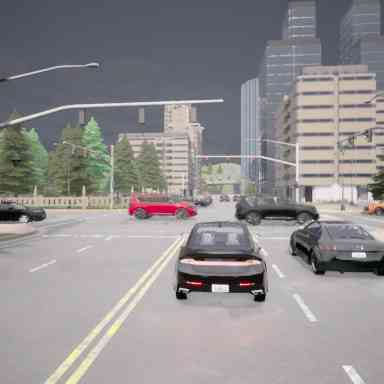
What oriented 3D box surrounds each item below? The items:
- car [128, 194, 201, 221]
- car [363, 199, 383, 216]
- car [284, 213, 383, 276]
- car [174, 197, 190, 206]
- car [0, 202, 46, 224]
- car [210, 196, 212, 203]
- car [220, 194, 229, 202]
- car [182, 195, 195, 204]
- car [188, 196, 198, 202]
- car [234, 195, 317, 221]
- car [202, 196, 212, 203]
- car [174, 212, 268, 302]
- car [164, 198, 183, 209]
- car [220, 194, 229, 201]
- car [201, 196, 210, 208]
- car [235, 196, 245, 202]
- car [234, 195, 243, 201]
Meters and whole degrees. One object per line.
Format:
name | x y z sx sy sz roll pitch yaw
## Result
car | -2.371 1.220 26.871 5.566 2.045 2.150 0 0 5
car | 19.151 1.352 32.135 4.553 1.767 2.097 0 0 7
car | 4.393 1.564 10.413 1.994 1.385 4.181 0 0 5
car | -1.644 1.547 55.715 2.033 1.411 5.357 0 0 6
car | -13.281 1.478 24.385 5.008 1.535 1.882 0 0 5
car | 2.142 1.601 58.430 1.895 1.301 4.718 0 0 6
car | 7.544 1.549 77.419 1.994 1.385 4.181 0 0 5
car | -0.675 1.478 65.398 1.882 1.535 5.008 0 0 6
car | 0.314 1.595 75.337 1.895 1.301 4.718 0 0 5
car | 5.646 1.221 22.598 5.566 2.045 2.150 0 0 5
car | 3.170 1.505 68.475 1.837 1.490 4.892 0 0 6
car | 0.702 1.492 8.303 2.128 1.511 4.902 0 0 5
car | -2.527 1.564 46.515 1.994 1.385 4.181 0 0 5
car | 8.334 1.353 85.722 2.097 1.767 4.553 0 0 5
car | 1.255 1.601 49.309 1.895 1.301 4.718 0 0 5
car | 10.935 1.591 76.114 1.895 1.301 4.718 0 0 5
car | 11.821 1.537 85.420 2.033 1.411 5.357 0 0 5
